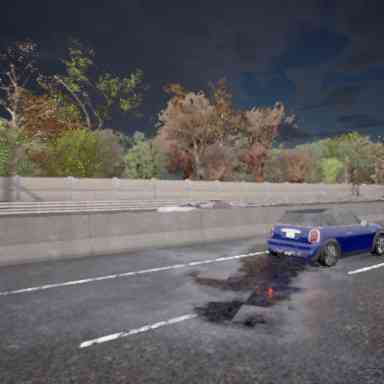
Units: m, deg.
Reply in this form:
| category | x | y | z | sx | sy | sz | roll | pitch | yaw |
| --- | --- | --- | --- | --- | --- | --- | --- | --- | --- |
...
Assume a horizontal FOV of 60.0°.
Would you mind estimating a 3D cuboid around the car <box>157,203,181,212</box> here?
| category | x | y | z | sx | sy | sz | roll | pitch | yaw |
| --- | --- | --- | --- | --- | --- | --- | --- | --- | --- |
| car | -0.677 | 1.558 | 29.302 | 4.718 | 1.301 | 1.895 | 0 | 0 | -35 |

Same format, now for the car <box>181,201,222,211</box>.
| category | x | y | z | sx | sy | sz | roll | pitch | yaw |
| --- | --- | --- | --- | --- | --- | --- | --- | --- | --- |
| car | 1.756 | 1.482 | 26.723 | 4.674 | 1.442 | 1.812 | 0 | 0 | -36 |

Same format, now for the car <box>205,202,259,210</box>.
| category | x | y | z | sx | sy | sz | roll | pitch | yaw |
| --- | --- | --- | --- | --- | --- | --- | --- | --- | --- |
| car | 3.547 | 1.557 | 23.717 | 4.718 | 1.301 | 1.895 | 0 | 0 | -35 |

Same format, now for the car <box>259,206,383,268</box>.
| category | x | y | z | sx | sy | sz | roll | pitch | yaw |
| --- | --- | --- | --- | --- | --- | --- | --- | --- | --- |
| car | 4.747 | 1.324 | 11.430 | 4.553 | 1.767 | 2.097 | 0 | 0 | -36 |
